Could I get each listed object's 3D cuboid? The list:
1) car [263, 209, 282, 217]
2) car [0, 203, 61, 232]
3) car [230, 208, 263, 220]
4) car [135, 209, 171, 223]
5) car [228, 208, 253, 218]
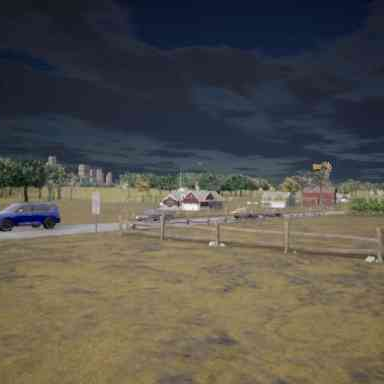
[{"bbox_3d":[13.761,3.721,57.296,2.033,1.411,5.357,0,-2,36],"label":"car"},{"bbox_3d":[-12.757,1.842,25.218,2.150,2.045,5.566,1,-1,35],"label":"car"},{"bbox_3d":[8.018,3.354,49.211,2.033,1.411,5.357,0,-2,36],"label":"car"},{"bbox_3d":[-4.316,2.644,37.009,2.128,1.511,4.902,0,-2,36],"label":"car"},{"bbox_3d":[7.920,3.408,53.881,1.882,1.535,5.008,0,-2,36],"label":"car"}]
